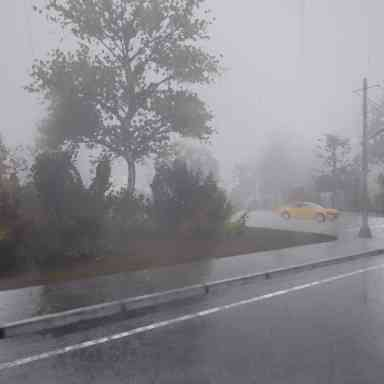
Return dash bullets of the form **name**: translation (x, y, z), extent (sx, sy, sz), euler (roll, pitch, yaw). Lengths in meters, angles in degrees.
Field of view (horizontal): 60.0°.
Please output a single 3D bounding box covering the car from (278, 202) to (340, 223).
- **car**: translation (9.339, 1.566, 26.883), extent (1.882, 1.535, 5.008), euler (0, -1, -39)
